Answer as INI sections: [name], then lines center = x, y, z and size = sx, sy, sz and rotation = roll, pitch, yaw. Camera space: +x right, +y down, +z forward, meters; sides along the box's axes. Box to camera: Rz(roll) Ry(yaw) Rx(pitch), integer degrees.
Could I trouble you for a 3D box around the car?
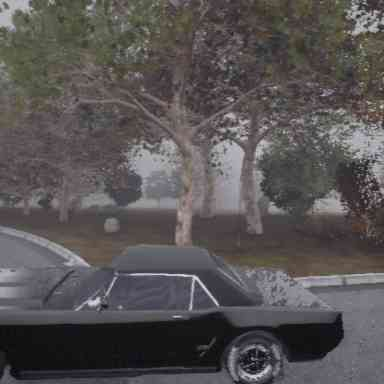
[car]
center = -0.751, 1.418, 4.286
size = 4.718, 1.301, 1.895
rotation = 1, 2, -5
